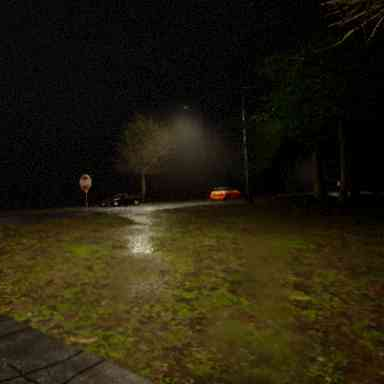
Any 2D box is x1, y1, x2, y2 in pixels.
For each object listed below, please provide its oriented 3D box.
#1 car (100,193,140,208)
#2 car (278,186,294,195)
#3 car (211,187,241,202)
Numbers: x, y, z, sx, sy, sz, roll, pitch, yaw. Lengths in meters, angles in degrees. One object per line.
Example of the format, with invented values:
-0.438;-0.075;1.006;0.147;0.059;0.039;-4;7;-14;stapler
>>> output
-7.597;0.938;35.423;1.837;1.490;4.892;-3;1;34;car
22.456;-0.475;79.282;2.150;2.045;5.566;-3;-1;34;car
4.158;0.204;40.217;2.097;1.767;4.553;-3;-1;34;car
